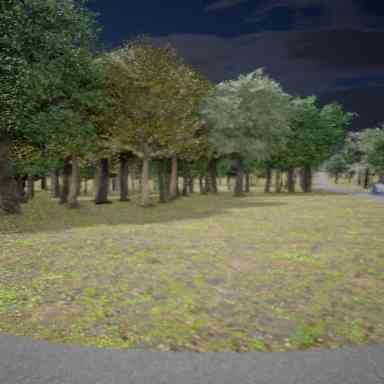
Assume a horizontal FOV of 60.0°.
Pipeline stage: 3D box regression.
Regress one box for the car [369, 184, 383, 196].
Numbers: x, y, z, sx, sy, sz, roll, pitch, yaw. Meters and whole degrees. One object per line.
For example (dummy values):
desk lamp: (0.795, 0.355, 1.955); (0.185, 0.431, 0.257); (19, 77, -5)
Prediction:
car: (23.814, -0.225, 41.974); (1.812, 1.442, 4.674); (1, 2, 18)
